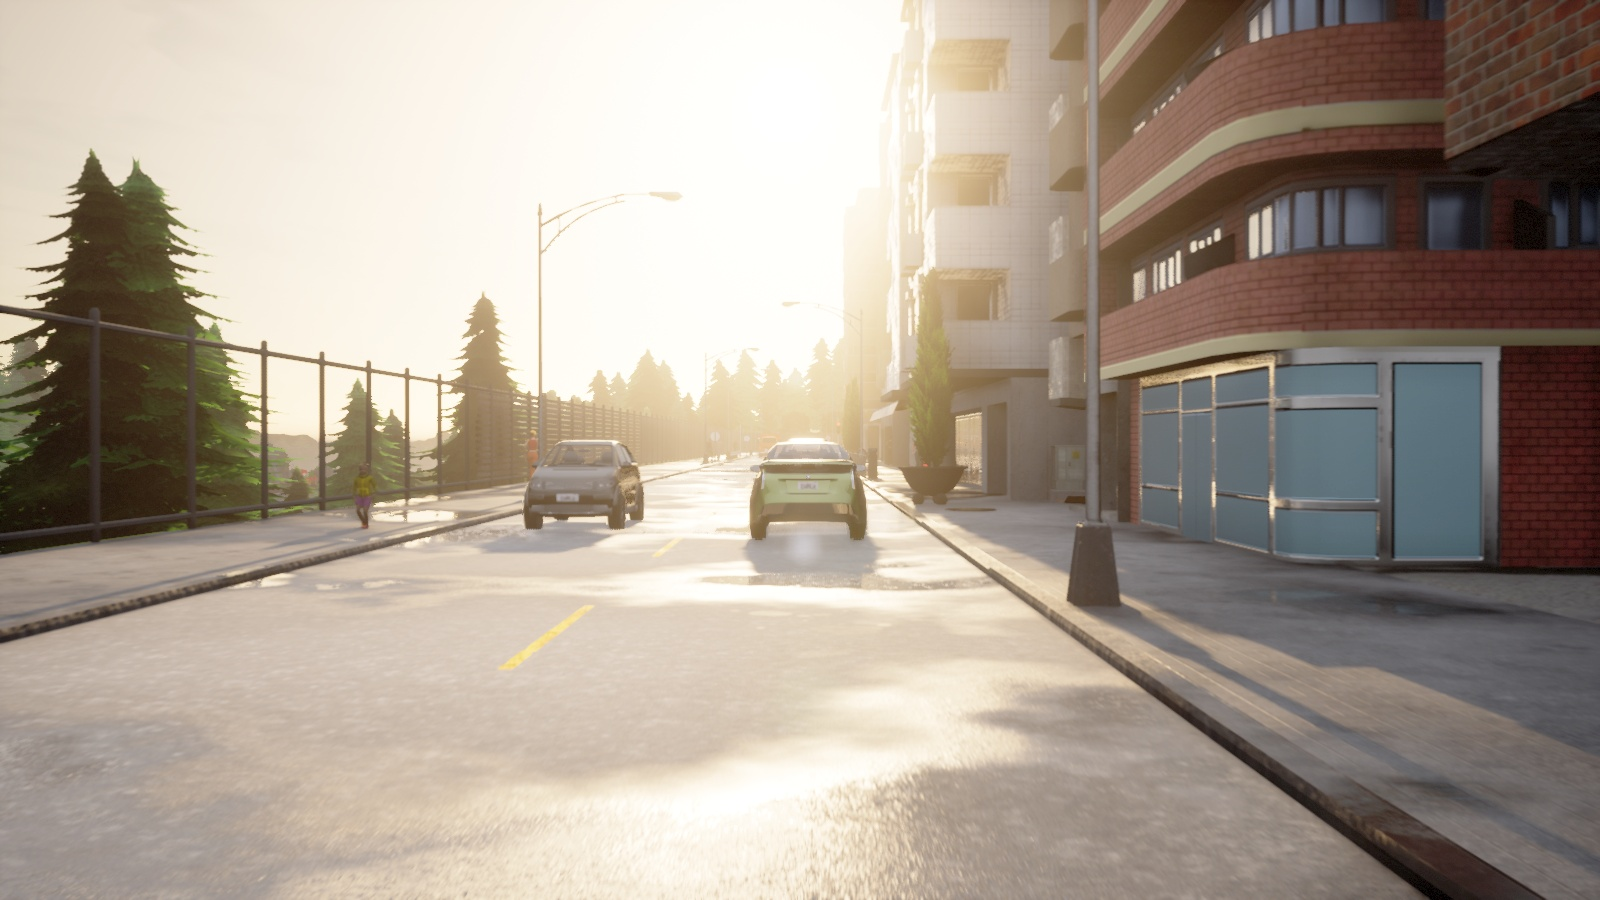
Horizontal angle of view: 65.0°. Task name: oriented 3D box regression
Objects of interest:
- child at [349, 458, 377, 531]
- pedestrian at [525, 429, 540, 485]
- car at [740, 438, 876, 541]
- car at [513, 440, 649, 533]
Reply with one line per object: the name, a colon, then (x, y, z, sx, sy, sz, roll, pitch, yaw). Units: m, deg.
child: (-7.044, 0.717, 20.251, 0.299, 1.160, 0.473, 0, 0, -3)
pedestrian: (-8.858, 0.215, 41.535, 0.345, 1.836, 0.594, 0, 0, 2)
car: (0.131, 0.576, 20.859, 2.007, 1.525, 4.514, 0, 0, 0)
car: (-3.857, 0.594, 22.653, 1.789, 1.549, 3.705, 0, 0, 0)
